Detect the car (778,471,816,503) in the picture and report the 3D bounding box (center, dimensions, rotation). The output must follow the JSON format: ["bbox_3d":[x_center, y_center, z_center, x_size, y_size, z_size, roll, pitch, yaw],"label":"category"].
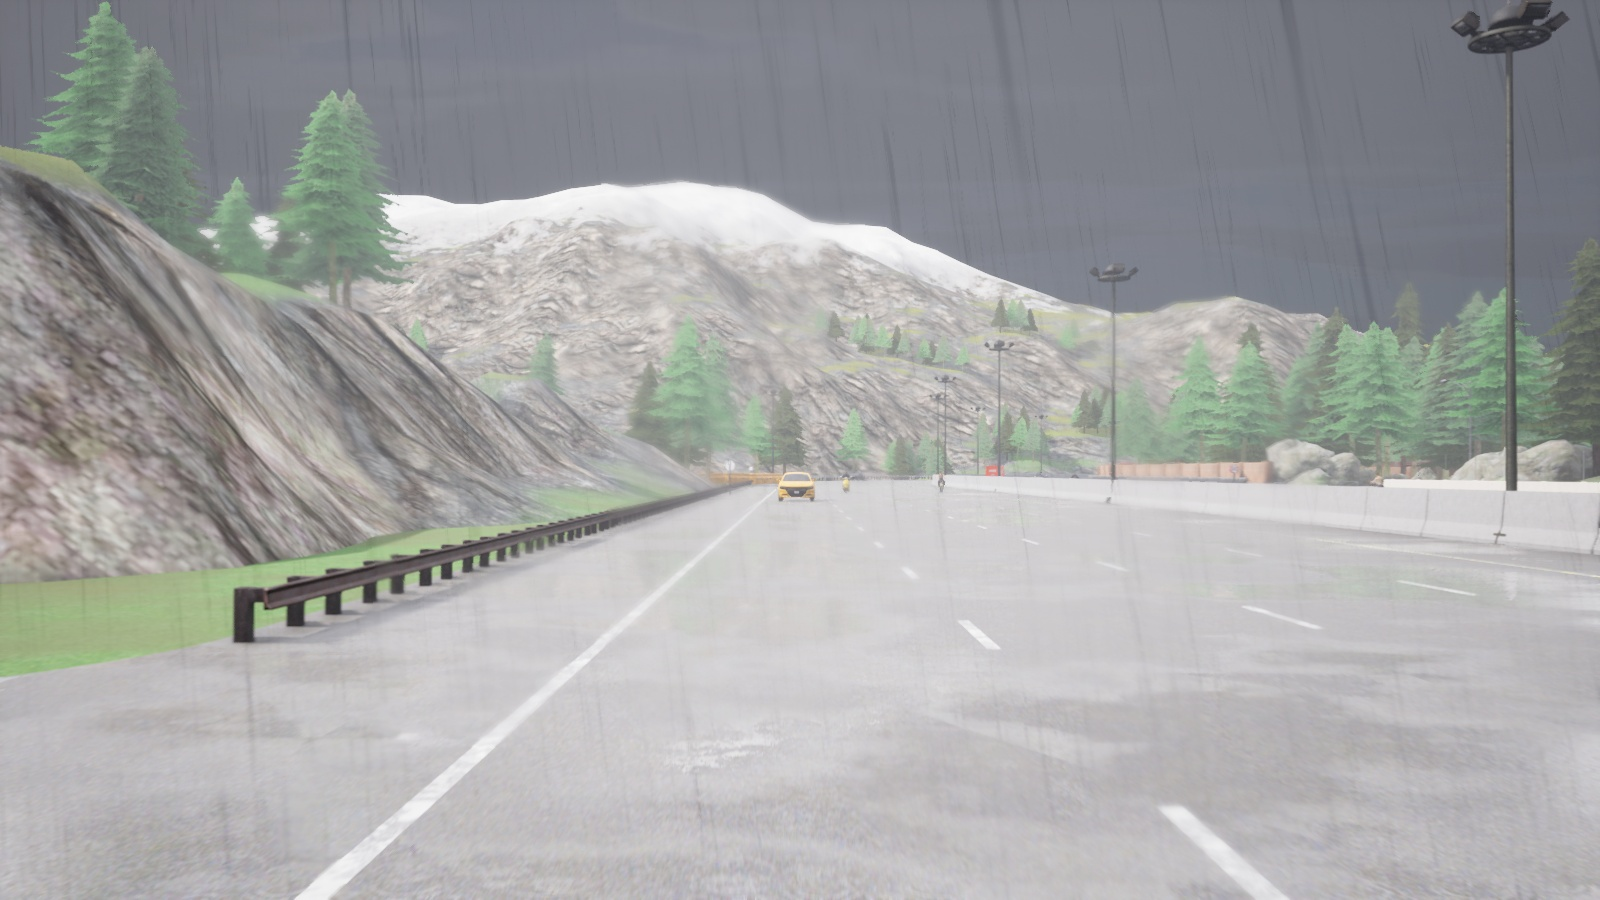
[{"bbox_3d":[-0.157,1.877,64.762,1.882,1.535,5.008,0,-1,0],"label":"car"}]
